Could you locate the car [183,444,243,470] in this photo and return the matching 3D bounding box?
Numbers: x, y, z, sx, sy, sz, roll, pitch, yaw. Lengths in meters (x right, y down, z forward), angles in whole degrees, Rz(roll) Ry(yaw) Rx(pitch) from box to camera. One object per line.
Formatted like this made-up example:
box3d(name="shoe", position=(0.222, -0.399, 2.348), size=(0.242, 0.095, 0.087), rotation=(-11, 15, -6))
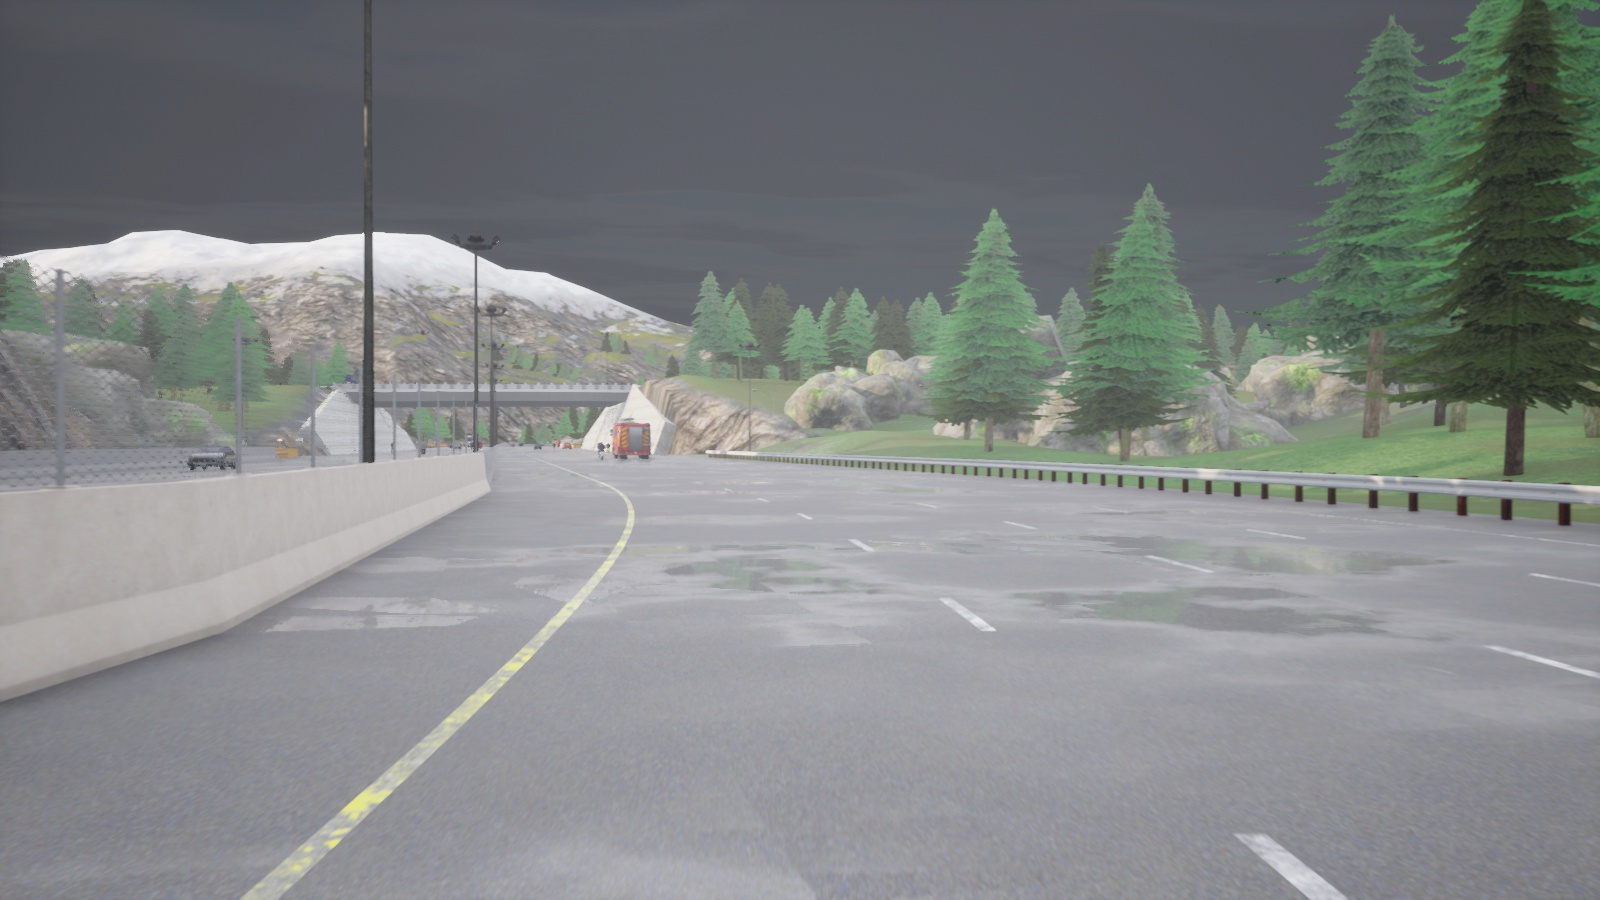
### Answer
box3d(name="car", position=(-32.995, 0.376, 70.768), size=(2.033, 1.411, 5.357), rotation=(0, 0, -14))
